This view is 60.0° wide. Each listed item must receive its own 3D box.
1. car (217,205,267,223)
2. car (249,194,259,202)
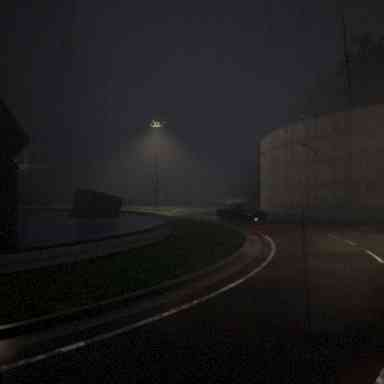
[{"bbox_3d":[3.742,1.666,26.086,1.895,1.301,4.718,0,0,-23],"label":"car"},{"bbox_3d":[16.320,1.453,87.549,2.150,2.045,5.566,0,0,18],"label":"car"}]
